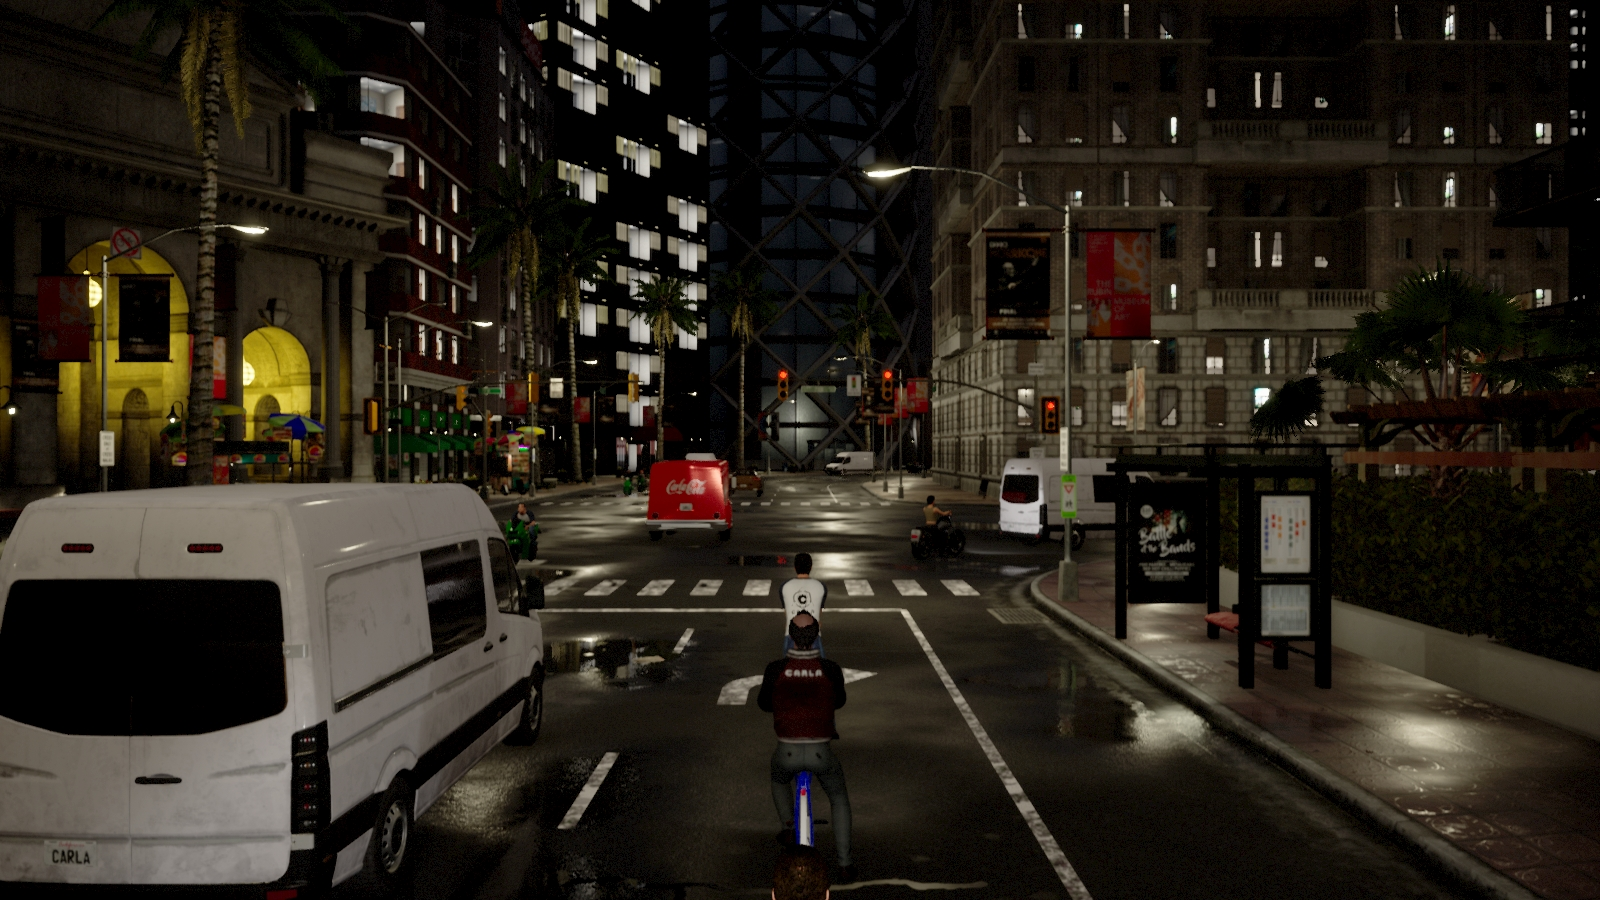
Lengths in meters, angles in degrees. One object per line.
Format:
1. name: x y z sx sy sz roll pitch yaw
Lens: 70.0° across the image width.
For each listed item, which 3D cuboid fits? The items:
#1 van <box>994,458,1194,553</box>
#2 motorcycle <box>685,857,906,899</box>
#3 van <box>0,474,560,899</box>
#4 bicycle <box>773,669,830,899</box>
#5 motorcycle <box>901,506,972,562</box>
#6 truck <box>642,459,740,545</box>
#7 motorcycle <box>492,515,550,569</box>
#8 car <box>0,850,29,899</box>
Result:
1. van: 8.628 1.521 33.308 5.915 2.561 1.988 0 0 -29
2. motorcycle: -0.018 2.211 3.585 0.803 1.145 2.033 0 0 0
3. van: -3.525 1.530 8.973 1.988 2.561 5.915 0 0 0
4. bicycle: 0.008 2.207 7.501 0.329 1.171 1.835 0 0 0
5. motorcycle: 3.566 2.158 29.642 0.764 1.277 2.356 0 0 37
6. truck: -3.385 1.563 36.600 2.627 2.467 5.204 0 1 0
7. motorcycle: -6.742 2.202 27.705 0.803 1.145 2.033 0 0 3
8. car: -3.487 2.119 2.970 1.481 1.376 2.207 0 0 0
